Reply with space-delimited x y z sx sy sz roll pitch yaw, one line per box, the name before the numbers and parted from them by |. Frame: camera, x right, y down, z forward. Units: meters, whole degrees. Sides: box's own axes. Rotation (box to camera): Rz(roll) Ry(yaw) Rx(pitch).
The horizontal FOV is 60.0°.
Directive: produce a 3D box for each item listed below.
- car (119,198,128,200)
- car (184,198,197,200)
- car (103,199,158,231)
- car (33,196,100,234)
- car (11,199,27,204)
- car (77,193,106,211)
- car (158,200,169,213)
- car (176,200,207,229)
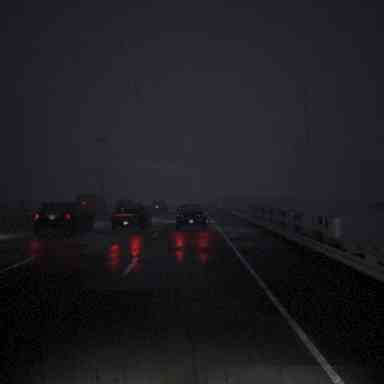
car | -7.166 1.463 36.216 1.837 1.490 4.892 0 0 0
car | -0.177 1.444 37.791 1.882 1.535 5.008 0 0 0
car | -3.545 1.440 20.113 2.128 1.511 4.902 0 0 0
car | -7.036 1.304 18.824 2.097 1.767 4.553 0 0 0
car | -21.389 1.564 41.659 1.994 1.385 4.181 0 0 0
car | -10.658 1.177 35.246 2.150 2.045 5.566 0 0 0
car | -3.670 1.524 36.825 1.994 1.385 4.181 0 0 0
car | -0.057 1.470 21.165 1.812 1.442 4.674 0 0 0
